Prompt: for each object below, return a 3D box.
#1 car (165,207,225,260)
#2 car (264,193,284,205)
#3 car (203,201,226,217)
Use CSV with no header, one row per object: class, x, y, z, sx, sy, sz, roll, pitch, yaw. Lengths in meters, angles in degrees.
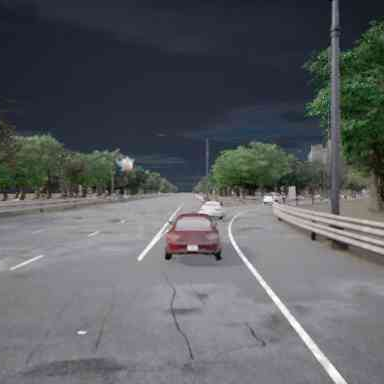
car,0.090,1.514,12.319,1.812,1.442,4.674,0,0,2
car,14.440,1.146,58.275,2.150,2.045,5.566,0,0,34
car,1.793,1.507,27.742,1.812,1.442,4.674,0,0,11
